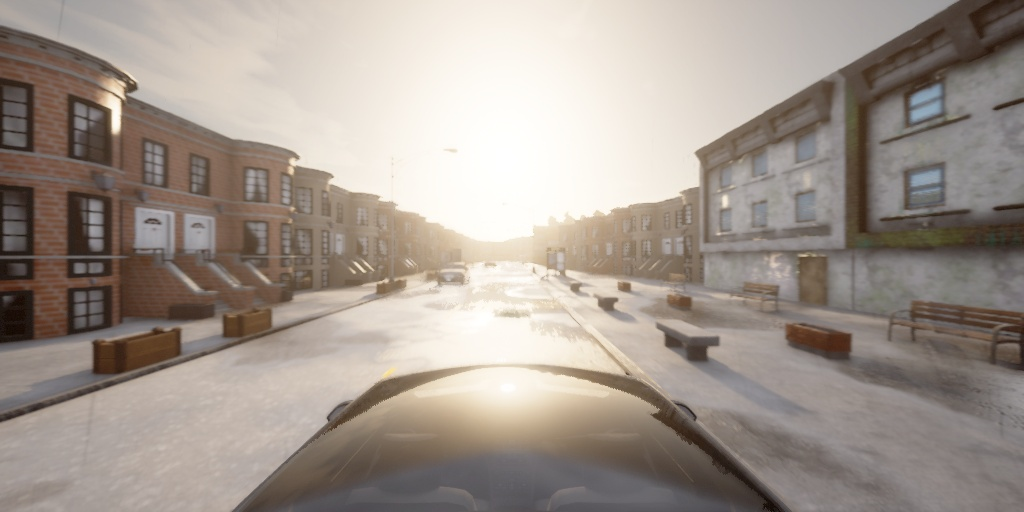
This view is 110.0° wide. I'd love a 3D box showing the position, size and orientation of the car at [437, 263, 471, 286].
[{"bbox_3d":[-4.073,1.241,25.617,2.128,1.511,4.902,0,0,0],"label":"car"}]
